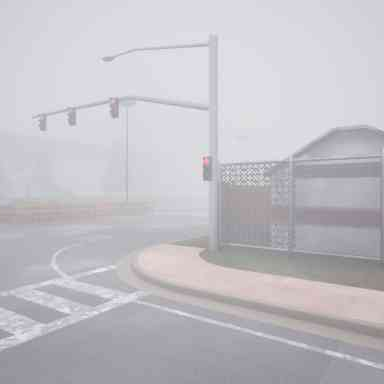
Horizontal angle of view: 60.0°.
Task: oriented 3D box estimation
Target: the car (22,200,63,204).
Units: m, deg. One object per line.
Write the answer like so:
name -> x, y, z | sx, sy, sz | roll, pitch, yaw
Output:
car -> -14.964, 1.564, 34.864 | 1.994, 1.385, 4.181 | 0, 0, 34

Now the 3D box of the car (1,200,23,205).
car -> -18.795, 1.547, 35.433 | 2.033, 1.411, 5.357 | 0, 0, 34
